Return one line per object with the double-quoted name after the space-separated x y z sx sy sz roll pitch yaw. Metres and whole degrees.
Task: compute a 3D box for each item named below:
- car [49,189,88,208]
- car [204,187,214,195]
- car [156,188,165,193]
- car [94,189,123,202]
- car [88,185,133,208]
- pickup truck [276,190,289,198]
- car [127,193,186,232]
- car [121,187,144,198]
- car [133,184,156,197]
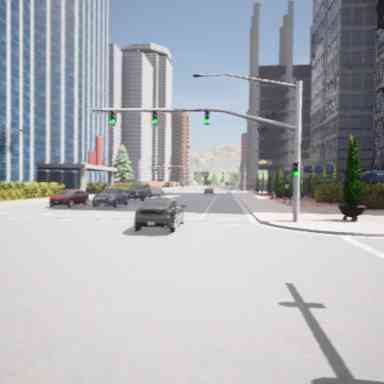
-10.888 0.509 29.778 1.882 1.535 5.008 1 2 6 "car"
3.454 -0.232 66.669 1.812 1.442 4.674 1 2 6 "car"
-5.225 0.085 50.308 1.812 1.442 4.674 1 2 6 "car"
-9.881 0.342 39.711 1.994 1.385 4.181 1 2 6 "car"
-7.323 0.422 30.231 2.097 1.767 4.553 1 2 6 "car"
15.093 -0.116 51.203 2.390 2.098 6.274 2 2 36 "pickup truck"
-1.487 1.028 16.500 1.837 1.490 4.892 1 2 6 "car"
-8.792 0.013 49.808 2.128 1.511 4.902 1 2 6 "car"
-6.326 0.042 40.014 2.150 2.045 5.566 1 2 6 "car"
